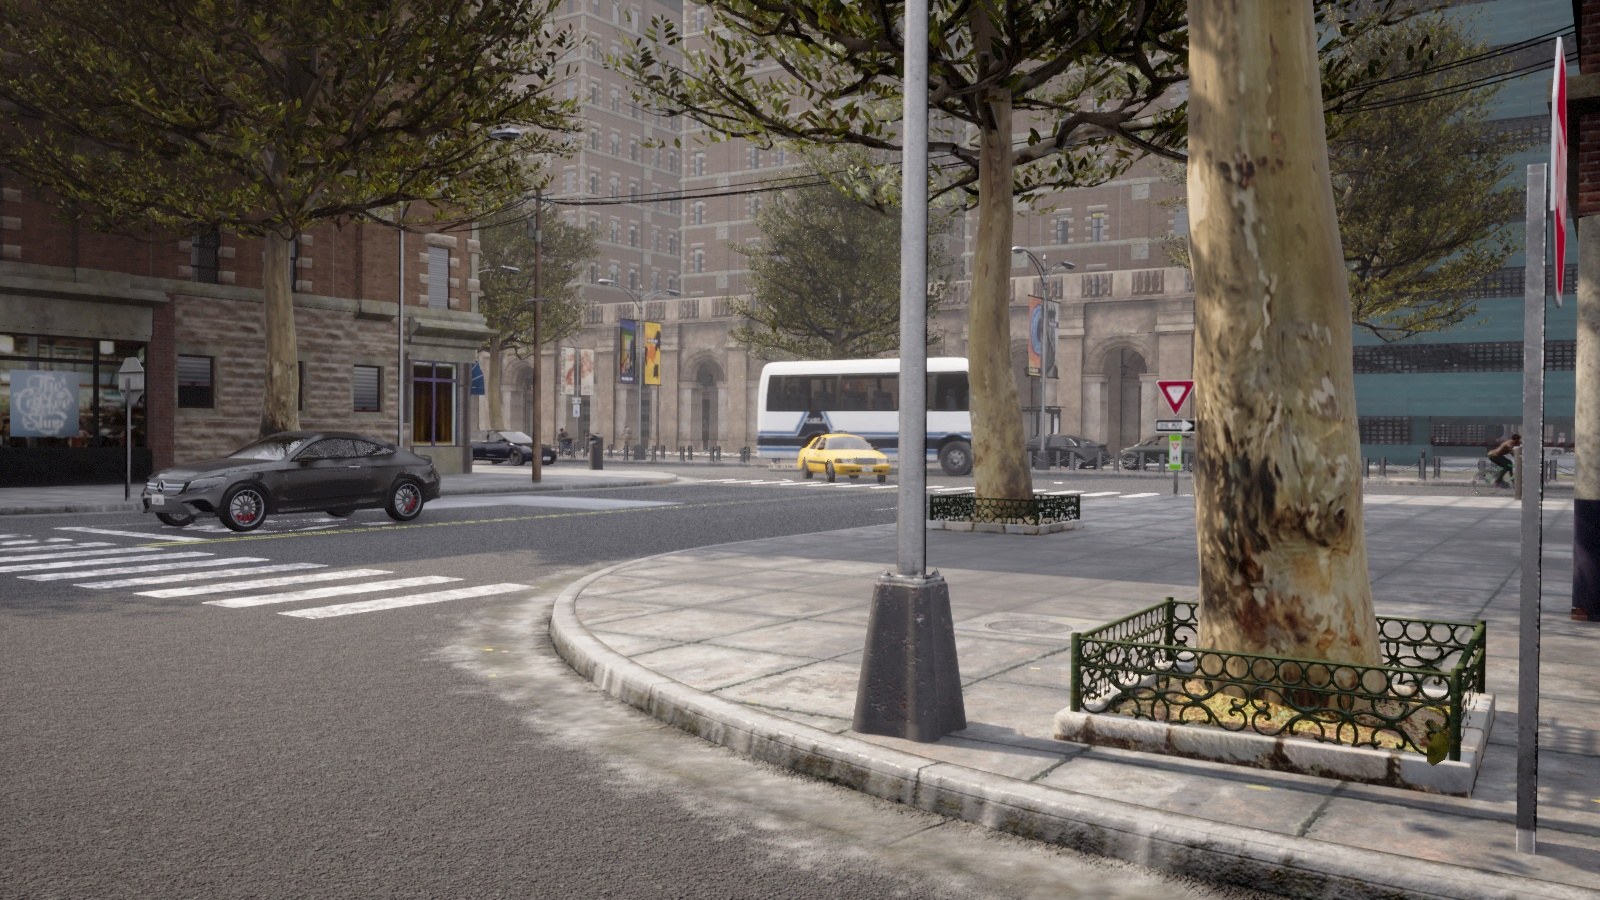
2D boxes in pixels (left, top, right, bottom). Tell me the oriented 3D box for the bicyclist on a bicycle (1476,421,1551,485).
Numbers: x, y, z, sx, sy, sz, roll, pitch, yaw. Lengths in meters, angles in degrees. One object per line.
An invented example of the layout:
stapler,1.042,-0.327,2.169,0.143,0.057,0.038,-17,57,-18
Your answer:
bicyclist on a bicycle,18.441,0.074,32.491,1.656,1.620,0.582,0,2,28

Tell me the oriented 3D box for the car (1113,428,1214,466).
car,15.255,-0.149,52.771,3.705,1.549,1.789,0,1,33

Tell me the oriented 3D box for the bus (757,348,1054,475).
bus,3.776,-1.315,46.530,10.273,4.253,3.944,0,1,33

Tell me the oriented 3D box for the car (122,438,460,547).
car,-7.719,0.560,19.535,1.812,1.442,4.674,0,1,33

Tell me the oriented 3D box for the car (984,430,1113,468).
car,10.251,-0.065,51.873,4.892,1.490,1.837,0,1,33

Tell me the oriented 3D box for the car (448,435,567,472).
car,-12.366,0.120,52.979,4.792,1.488,2.163,0,1,33

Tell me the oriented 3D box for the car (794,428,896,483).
car,1.293,0.127,38.938,1.801,1.575,5.366,-1,1,-13
